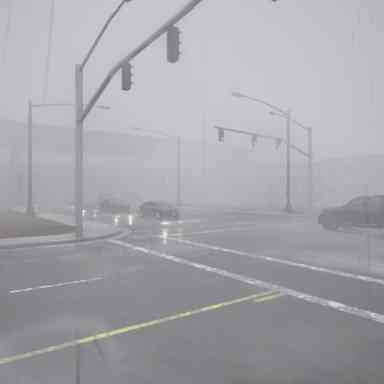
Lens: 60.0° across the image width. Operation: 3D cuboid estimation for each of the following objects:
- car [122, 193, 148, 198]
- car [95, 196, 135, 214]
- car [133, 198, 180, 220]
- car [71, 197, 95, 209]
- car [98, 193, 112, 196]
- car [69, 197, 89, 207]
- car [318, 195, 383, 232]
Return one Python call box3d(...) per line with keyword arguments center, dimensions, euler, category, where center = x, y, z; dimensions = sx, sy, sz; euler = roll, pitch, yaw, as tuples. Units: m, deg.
box3d(center=(-12.289, 1.222, 69.192), dimensions=(2.150, 2.045, 5.566), euler=(0, 0, 30), category="car")
box3d(center=(-8.458, 1.478, 36.008), dimensions=(1.882, 1.535, 5.008), euler=(0, 0, -36), category="car")
box3d(center=(-2.878, 1.505, 28.436), dimensions=(1.837, 1.490, 4.892), euler=(0, 0, -36), category="car")
box3d(center=(-14.259, 1.526, 44.295), dimensions=(1.812, 1.442, 4.674), euler=(0, 0, -32), category="car")
box3d(center=(-15.048, 1.223, 58.226), dimensions=(2.150, 2.045, 5.566), euler=(0, 0, -1), category="car")
box3d(center=(-18.304, 1.547, 54.173), dimensions=(2.033, 1.411, 5.357), euler=(0, 0, -8), category="car")
box3d(center=(9.603, 1.186, 17.751), dimensions=(2.150, 2.045, 5.566), euler=(0, 0, -36), category="car")
